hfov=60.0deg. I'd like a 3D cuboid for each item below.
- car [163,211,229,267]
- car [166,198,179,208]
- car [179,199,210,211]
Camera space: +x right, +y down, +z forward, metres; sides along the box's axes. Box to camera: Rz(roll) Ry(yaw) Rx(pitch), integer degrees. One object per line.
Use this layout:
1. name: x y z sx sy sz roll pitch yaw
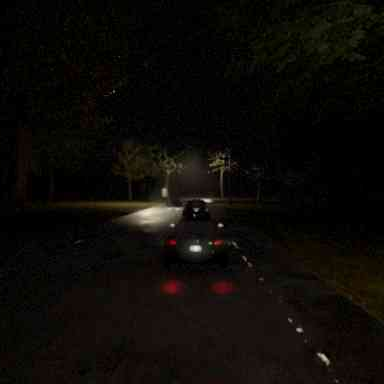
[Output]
1. car: 0.136 1.568 11.399 1.994 1.385 4.181 0 0 1
2. car: -2.649 1.594 49.128 2.033 1.411 5.357 0 0 2
3. car: 0.367 1.367 26.296 2.097 1.767 4.553 0 0 2
